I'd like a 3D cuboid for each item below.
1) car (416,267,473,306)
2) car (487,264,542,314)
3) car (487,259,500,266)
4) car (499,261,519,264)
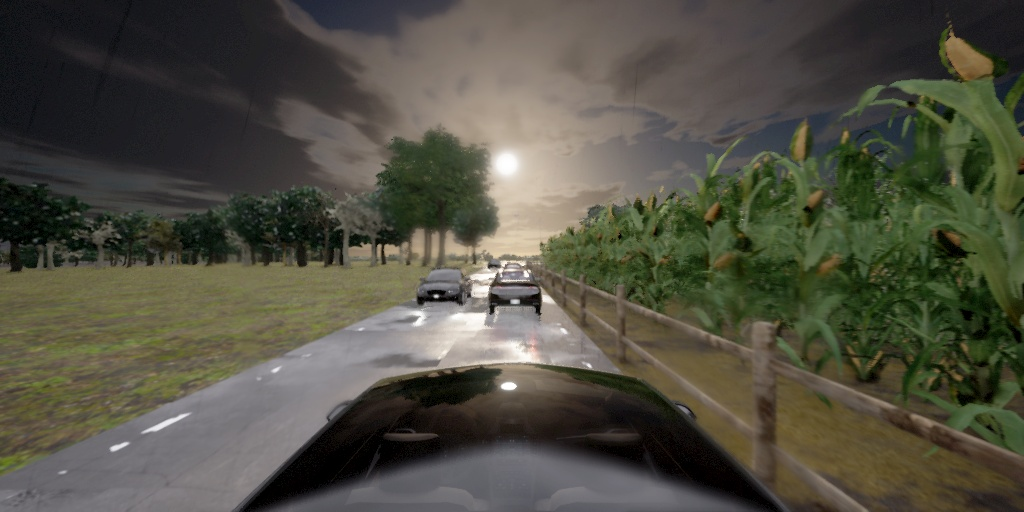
[{"bbox_3d":[-2.853,1.267,15.921,1.837,1.490,4.892,0,0,0],"label":"car"},{"bbox_3d":[0.099,1.251,13.890,2.128,1.511,4.902,0,0,0],"label":"car"},{"bbox_3d":[-2.827,1.216,57.621,2.097,1.767,4.553,0,0,0],"label":"car"},{"bbox_3d":[0.089,1.321,31.336,1.812,1.442,4.674,0,0,0],"label":"car"}]
